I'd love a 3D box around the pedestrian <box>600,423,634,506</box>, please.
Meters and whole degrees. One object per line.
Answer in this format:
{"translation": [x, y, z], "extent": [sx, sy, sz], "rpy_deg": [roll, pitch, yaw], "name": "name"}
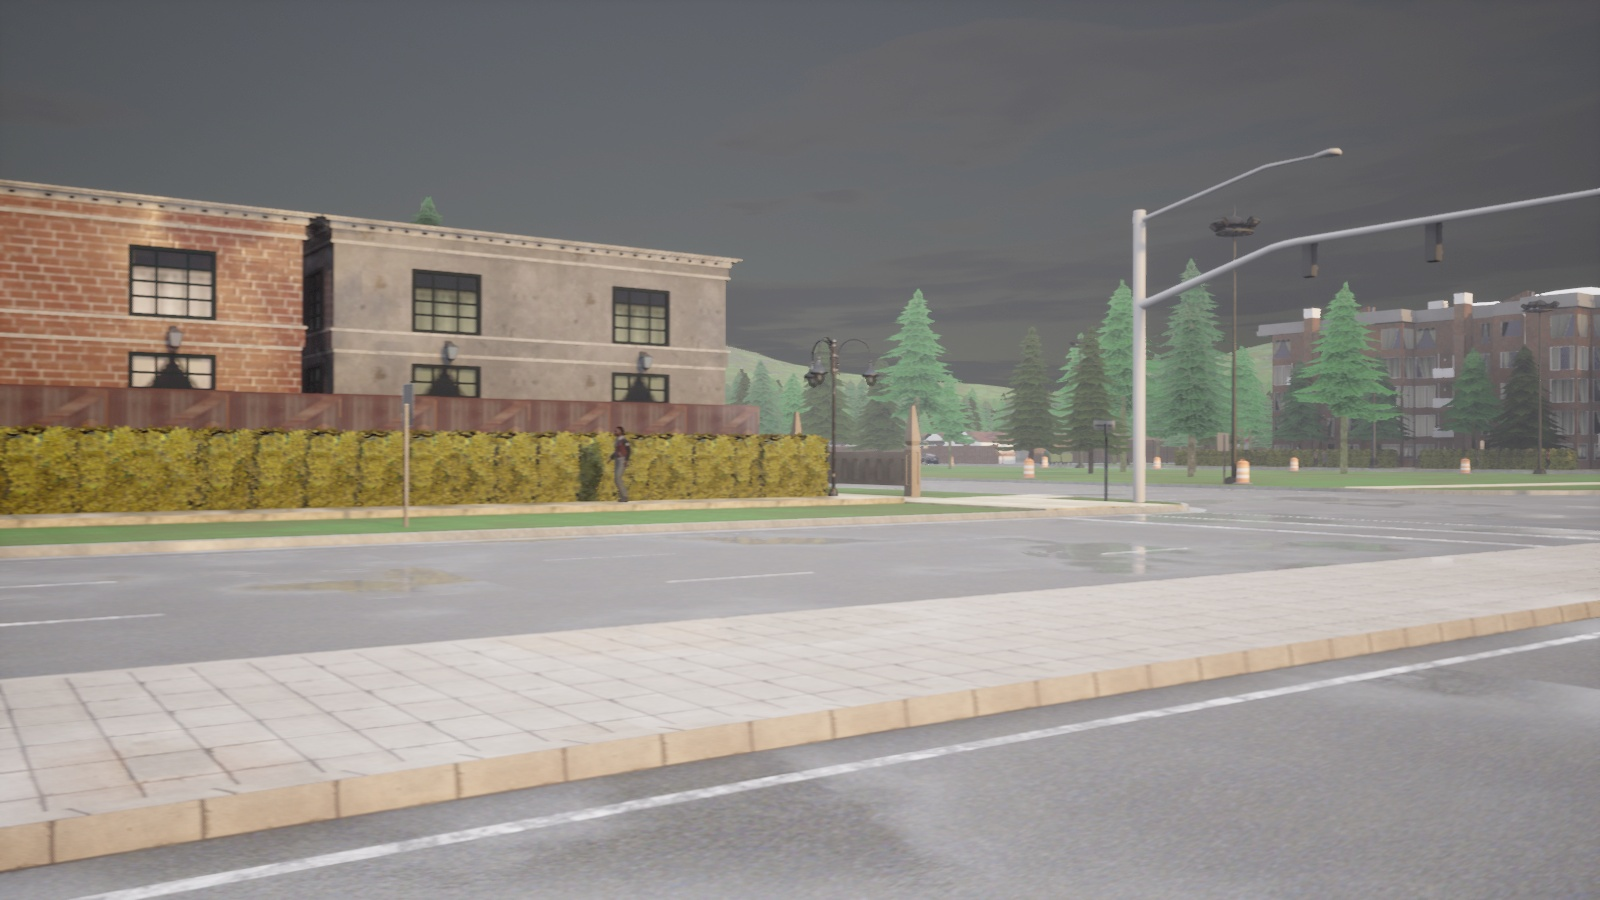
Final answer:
{"translation": [-4.329, 0.336, 29.695], "extent": [0.666, 1.930, 0.402], "rpy_deg": [0, 0, -35], "name": "pedestrian"}
